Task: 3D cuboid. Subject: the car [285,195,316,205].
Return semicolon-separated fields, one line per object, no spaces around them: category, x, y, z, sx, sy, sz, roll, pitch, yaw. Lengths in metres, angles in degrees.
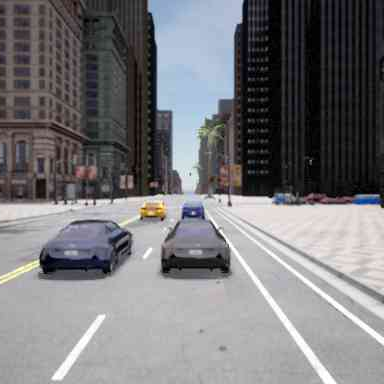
car;17.087;1.539;53.922;4.403;1.369;2.008;0;0;0

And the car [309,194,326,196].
car;22.762;1.274;62.446;5.009;1.841;2.192;0;0;0

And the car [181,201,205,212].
car;0.108;1.472;27.973;1.882;1.535;5.008;0;0;0

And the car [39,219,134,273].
car;-3.147;1.561;10.676;1.994;1.385;4.181;0;0;0

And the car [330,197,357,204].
car;28.440;1.537;62.447;4.206;1.307;1.802;0;0;0

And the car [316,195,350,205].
car;22.765;1.566;53.922;4.206;1.307;1.802;0;0;0

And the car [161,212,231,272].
car;0.103;1.561;10.784;1.994;1.385;4.181;0;0;0

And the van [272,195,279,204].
van;17.085;1.304;62.446;3.998;1.788;1.690;0;0;0

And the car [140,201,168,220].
car;-3.142;1.472;27.955;1.882;1.535;5.008;0;0;0

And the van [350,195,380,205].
van;28.442;1.321;53.921;3.998;1.788;1.690;0;0;0
